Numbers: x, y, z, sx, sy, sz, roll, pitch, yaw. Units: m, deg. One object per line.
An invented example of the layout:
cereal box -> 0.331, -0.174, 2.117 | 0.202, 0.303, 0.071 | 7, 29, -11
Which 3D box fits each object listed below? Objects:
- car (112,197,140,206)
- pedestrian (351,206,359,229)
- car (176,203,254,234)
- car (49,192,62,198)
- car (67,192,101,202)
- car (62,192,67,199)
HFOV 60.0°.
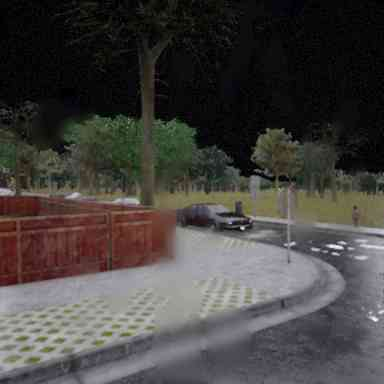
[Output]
car -> -5.117, 1.173, 26.852 | 1.812, 1.442, 4.674 | 0, 1, -36
pedestrian -> 8.719, 1.003, 17.685 | 0.375, 1.860, 0.375 | 1, 0, -36
car -> 0.933, 1.354, 18.462 | 2.033, 1.411, 5.357 | 0, 1, -36
car -> -22.678, 0.697, 56.209 | 1.895, 1.301, 4.718 | 0, 1, -35
car -> -11.279, 1.030, 35.398 | 2.033, 1.411, 5.357 | 0, 1, -36
car -> -16.809, 0.783, 48.085 | 1.812, 1.442, 4.674 | 0, 1, -36
